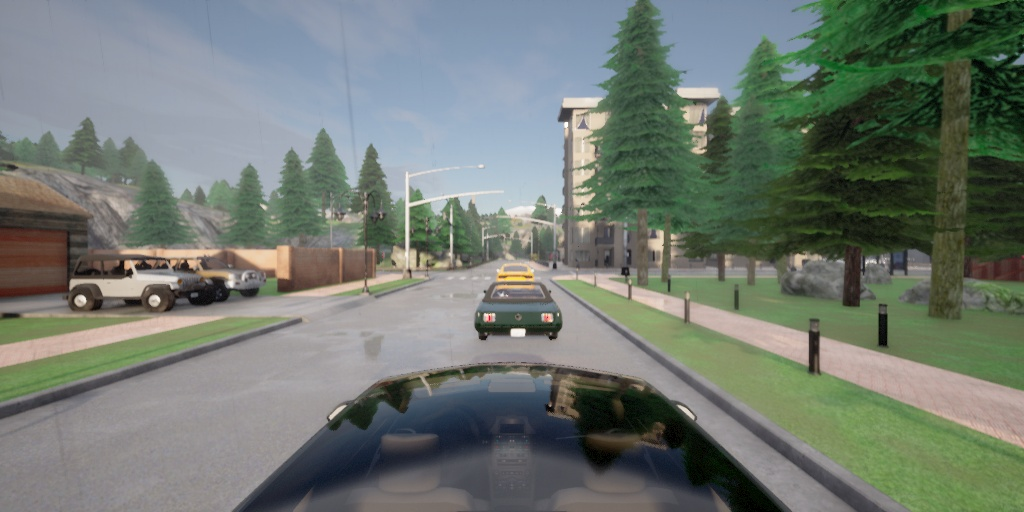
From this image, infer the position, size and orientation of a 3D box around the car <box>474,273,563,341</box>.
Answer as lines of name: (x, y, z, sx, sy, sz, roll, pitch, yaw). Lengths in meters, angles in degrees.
car: (0.146, 1.307, 9.708, 1.895, 1.301, 4.718, 0, 0, 0)

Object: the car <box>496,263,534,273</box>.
car: (0.176, 1.132, 19.048, 1.882, 1.535, 5.008, 0, 0, 0)
